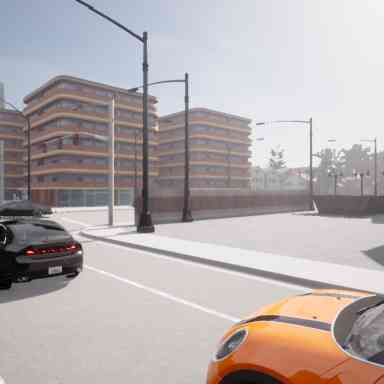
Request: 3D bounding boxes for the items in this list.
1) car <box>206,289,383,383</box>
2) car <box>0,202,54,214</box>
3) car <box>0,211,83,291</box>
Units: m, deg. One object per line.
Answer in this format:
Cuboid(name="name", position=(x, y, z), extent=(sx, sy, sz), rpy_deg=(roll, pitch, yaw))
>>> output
Cuboid(name="car", position=(2.278, 1.352, 2.333), extent=(4.553, 1.767, 2.097), rpy_deg=(0, 0, 40))
Cuboid(name="car", position=(-14.594, 1.526, 28.054), extent=(5.357, 1.411, 2.033), rpy_deg=(1, 0, -30))
Cuboid(name="car", position=(-4.717, 1.505, 9.221), extent=(1.837, 1.490, 4.892), rpy_deg=(0, 0, -43))
